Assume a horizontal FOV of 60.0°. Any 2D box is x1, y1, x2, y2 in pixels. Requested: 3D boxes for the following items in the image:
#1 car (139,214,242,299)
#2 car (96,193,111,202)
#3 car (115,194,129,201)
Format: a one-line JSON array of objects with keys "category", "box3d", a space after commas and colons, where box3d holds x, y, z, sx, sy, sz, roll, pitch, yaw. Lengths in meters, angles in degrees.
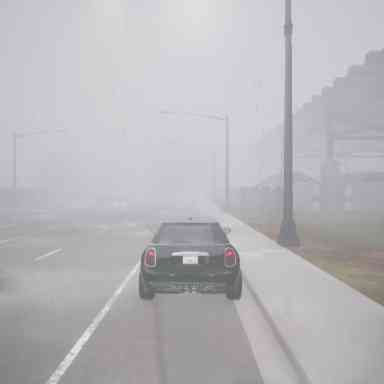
[{"category": "car", "box3d": [-0.033, 1.353, 8.620, 2.097, 1.767, 4.553, 0, 0, 0]}, {"category": "car", "box3d": [-17.403, 1.071, 65.695, 1.837, 1.490, 4.892, 0, 1, 0]}, {"category": "car", "box3d": [-13.903, 1.161, 66.059, 1.895, 1.301, 4.718, 0, 1, 0]}]
